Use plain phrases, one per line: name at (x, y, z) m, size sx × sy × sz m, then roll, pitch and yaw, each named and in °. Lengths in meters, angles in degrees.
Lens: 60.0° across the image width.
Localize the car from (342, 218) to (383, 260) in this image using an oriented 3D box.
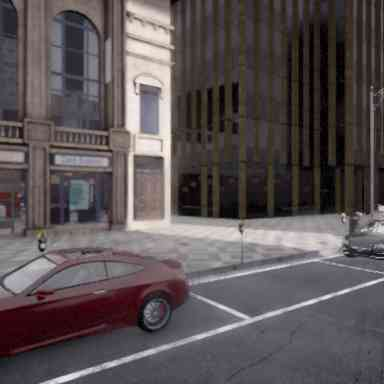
car at (7.031, 1.580, 11.674) m, size 4.403 × 1.369 × 2.008 m, roll 0°, pitch 0°, yaw -35°

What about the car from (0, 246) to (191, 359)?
car at (-1.967, 1.585, 5.260) m, size 4.206 × 1.307 × 1.802 m, roll 0°, pitch 0°, yaw -35°
